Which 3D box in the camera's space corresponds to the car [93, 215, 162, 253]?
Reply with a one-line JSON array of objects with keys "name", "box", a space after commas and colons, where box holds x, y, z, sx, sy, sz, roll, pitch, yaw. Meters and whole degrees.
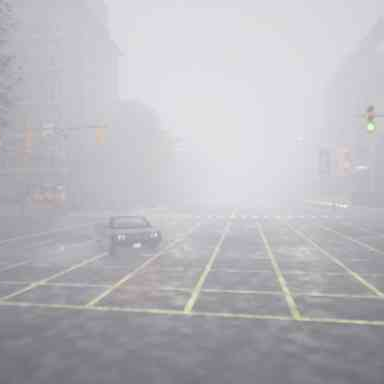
[{"name": "car", "box": [-2.907, 1.633, 13.994, 1.895, 1.301, 4.718, 0, 0, -25]}]

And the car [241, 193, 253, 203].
[{"name": "car", "box": [11.471, 1.213, 69.257, 2.150, 2.045, 5.566, 0, 0, 9]}]

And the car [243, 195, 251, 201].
[{"name": "car", "box": [13.397, 1.486, 81.653, 1.837, 1.490, 4.892, 0, 0, 9]}]
